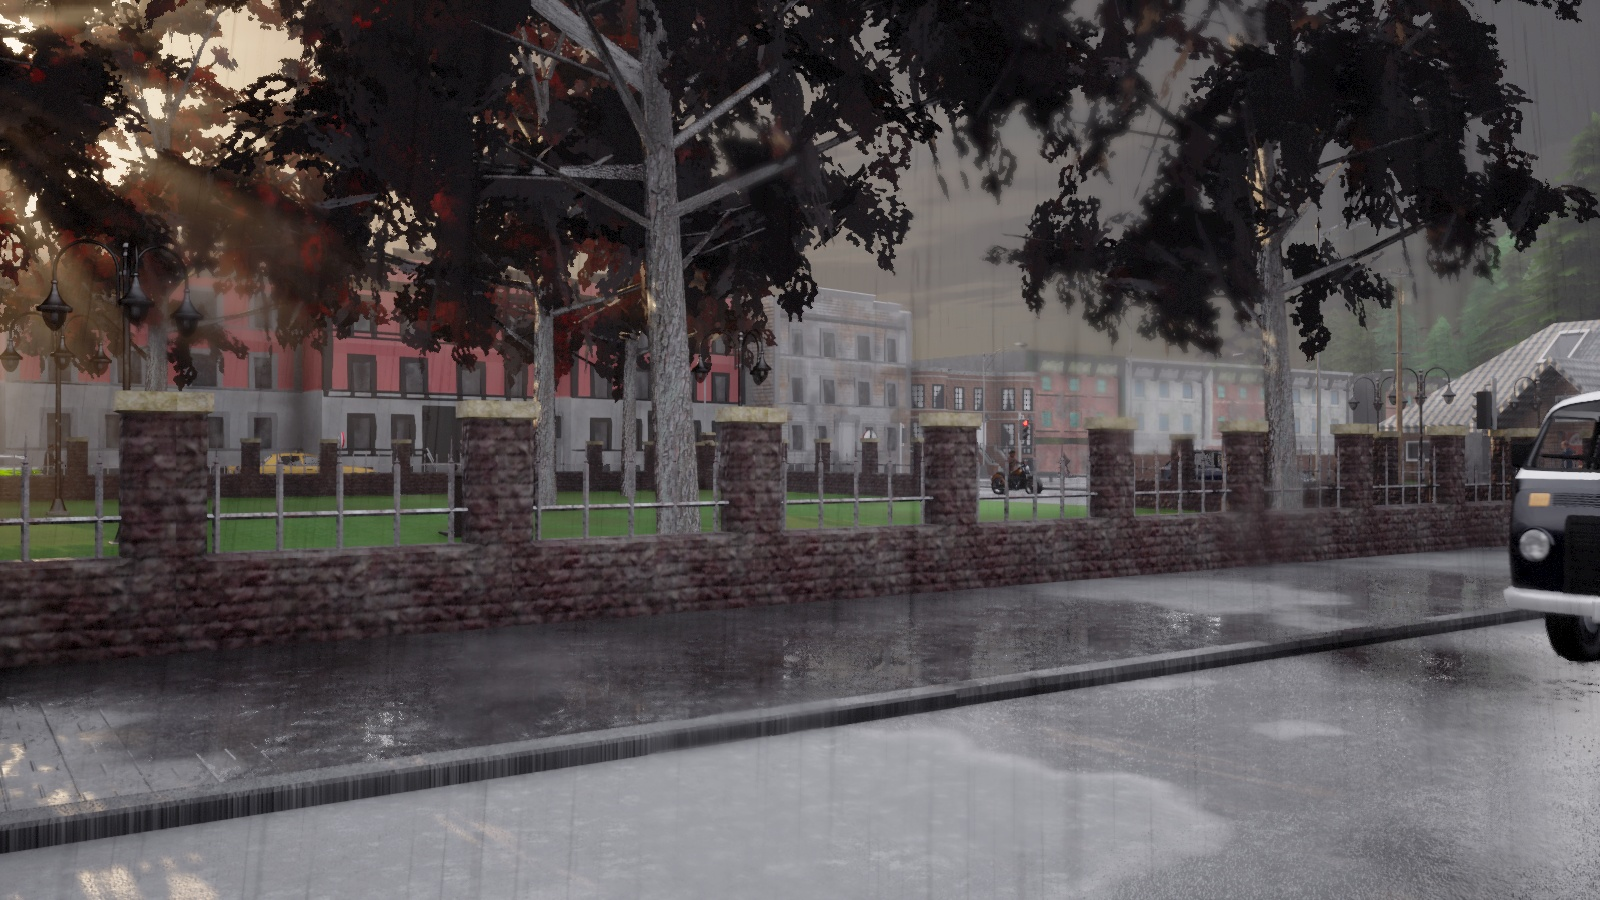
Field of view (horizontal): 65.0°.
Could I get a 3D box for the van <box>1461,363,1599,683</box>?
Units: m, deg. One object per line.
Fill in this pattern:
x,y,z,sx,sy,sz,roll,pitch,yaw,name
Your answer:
6.993,0.479,9.153,4.480,2.038,2.069,1,0,-36,van

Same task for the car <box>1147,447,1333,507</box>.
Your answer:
12.849,0.737,36.934,2.033,1.649,4.856,0,0,-37,car

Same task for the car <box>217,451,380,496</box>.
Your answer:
-18.553,0.837,46.557,5.366,1.575,1.801,0,0,-34,car

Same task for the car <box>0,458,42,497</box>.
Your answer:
-28.280,0.969,44.642,2.207,1.376,1.481,0,0,-35,car

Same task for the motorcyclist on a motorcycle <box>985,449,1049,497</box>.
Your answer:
7.662,0.787,44.411,0.766,1.649,2.350,0,0,-37,motorcyclist on a motorcycle
